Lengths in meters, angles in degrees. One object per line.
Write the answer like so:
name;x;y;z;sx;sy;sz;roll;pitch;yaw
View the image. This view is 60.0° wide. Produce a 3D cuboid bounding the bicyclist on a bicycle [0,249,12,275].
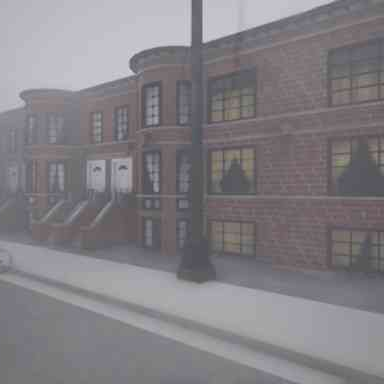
bicyclist on a bicycle;-5.374;1.391;8.351;0.582;1.620;1.656;0;0;37
